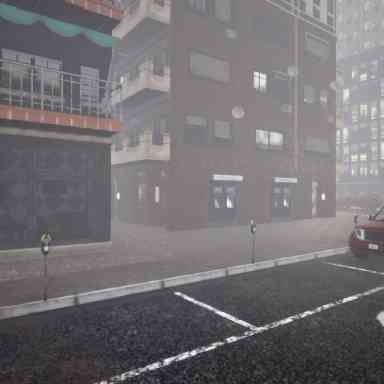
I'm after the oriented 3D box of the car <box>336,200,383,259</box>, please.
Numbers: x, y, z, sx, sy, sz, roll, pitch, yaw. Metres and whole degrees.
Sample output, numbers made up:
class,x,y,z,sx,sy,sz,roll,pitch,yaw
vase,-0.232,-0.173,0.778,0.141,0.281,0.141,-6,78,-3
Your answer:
class,x,y,z,sx,sy,sz,roll,pitch,yaw
car,7.472,1.318,11.407,5.009,1.841,2.192,0,0,-35

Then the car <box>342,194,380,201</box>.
class,x,y,z,sx,sy,sz,roll,pitch,yaw
car,19.319,1.112,38.940,2.192,1.841,5.009,1,0,-36

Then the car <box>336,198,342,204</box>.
class,x,y,z,sx,sy,sz,roll,pitch,yaw
car,12.706,1.333,34.186,1.802,1.307,4.206,1,0,-36
